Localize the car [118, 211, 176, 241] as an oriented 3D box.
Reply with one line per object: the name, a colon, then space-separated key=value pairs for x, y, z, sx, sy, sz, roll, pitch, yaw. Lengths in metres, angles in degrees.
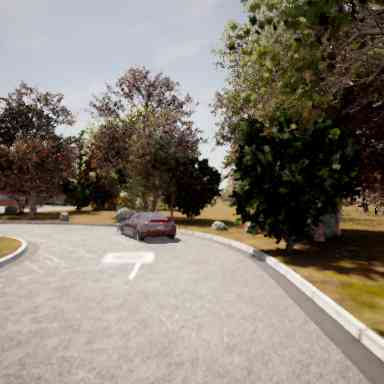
car: x=-2.475 y=1.705 z=17.750 sx=1.994 sy=1.385 sz=4.181 roll=1 pitch=-1 yaw=-28
